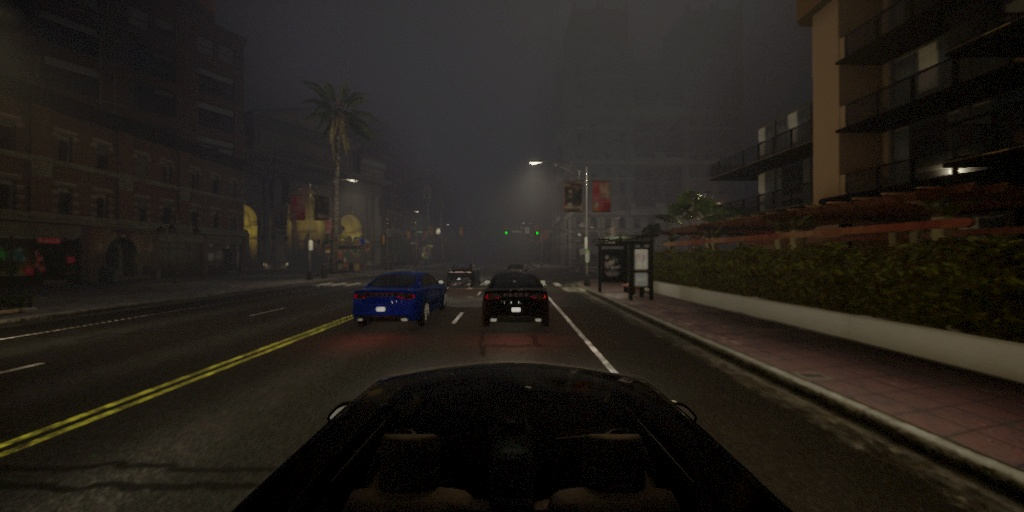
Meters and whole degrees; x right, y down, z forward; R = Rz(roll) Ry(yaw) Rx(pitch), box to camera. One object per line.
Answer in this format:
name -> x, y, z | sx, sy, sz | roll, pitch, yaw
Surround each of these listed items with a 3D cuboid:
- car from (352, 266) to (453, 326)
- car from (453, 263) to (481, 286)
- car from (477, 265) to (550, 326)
car -> -3.395, 1.227, 11.748 | 1.882, 1.535, 5.008 | 0, 0, 0
car -> -3.293, 1.241, 25.146 | 2.128, 1.511, 4.902 | 0, 0, 1
car -> 0.104, 1.227, 11.693 | 1.882, 1.535, 5.008 | 0, 0, 0
